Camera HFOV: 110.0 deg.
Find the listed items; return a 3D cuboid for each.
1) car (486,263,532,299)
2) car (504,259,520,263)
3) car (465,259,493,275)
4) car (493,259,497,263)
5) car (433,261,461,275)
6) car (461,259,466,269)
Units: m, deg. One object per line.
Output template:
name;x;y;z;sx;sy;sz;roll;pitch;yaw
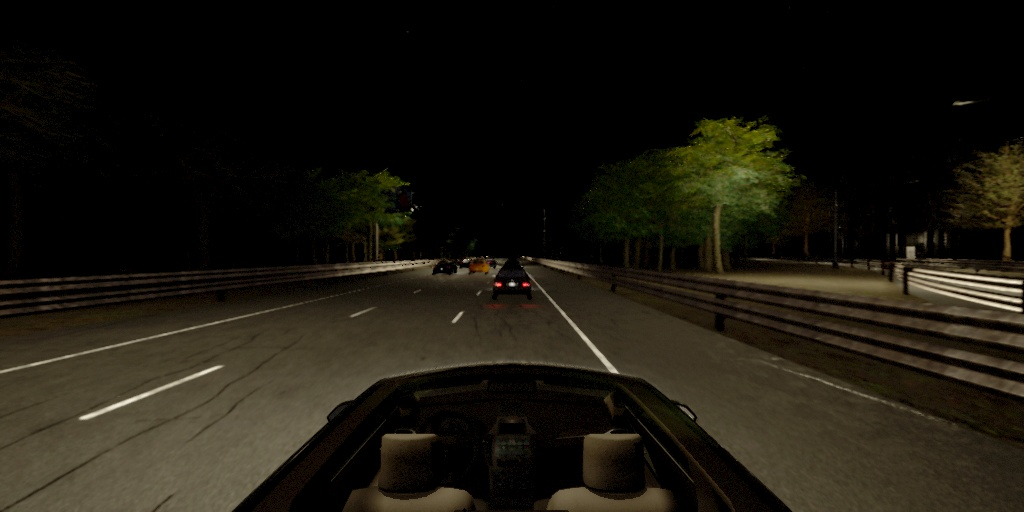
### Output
car;0.004;1.262;17.870;2.033;1.411;5.357;0;0;0
car;0.023;1.204;30.037;1.837;1.490;4.892;0;0;2
car;-3.457;1.167;38.265;1.882;1.535;5.008;0;0;1
car;-3.411;1.147;56.226;2.128;1.511;4.902;0;0;0
car;-6.968;1.255;37.595;1.994;1.385;4.181;0;0;1
car;-6.914;1.220;55.615;1.994;1.385;4.181;0;0;0
